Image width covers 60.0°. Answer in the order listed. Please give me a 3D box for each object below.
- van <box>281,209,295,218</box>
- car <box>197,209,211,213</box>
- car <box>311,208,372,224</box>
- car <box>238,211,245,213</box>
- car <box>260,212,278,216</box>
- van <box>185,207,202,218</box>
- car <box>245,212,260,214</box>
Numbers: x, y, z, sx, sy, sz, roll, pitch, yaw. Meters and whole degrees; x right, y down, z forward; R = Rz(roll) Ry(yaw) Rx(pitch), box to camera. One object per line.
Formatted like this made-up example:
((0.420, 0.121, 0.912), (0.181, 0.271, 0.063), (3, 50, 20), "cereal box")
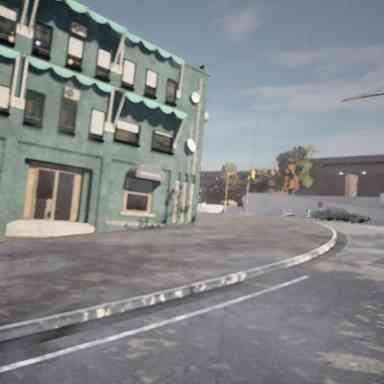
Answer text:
((15.651, 3.836, 54.185), (1.878, 1.987, 4.442), (2, -6, 23), "van")
((2.527, 4.295, 66.381), (2.185, 1.767, 4.553), (2, -6, 23), "car")
((14.482, 2.278, 32.489), (5.357, 1.411, 2.033), (2, -4, 43), "car")
((9.023, 4.220, 60.135), (1.946, 1.575, 5.366), (2, -6, 23), "car")
((13.474, 4.170, 56.278), (2.002, 1.452, 4.674), (1, -6, 23), "car")
((0.284, 4.234, 68.267), (1.878, 1.987, 4.442), (2, -6, 23), "van")
((11.287, 4.228, 58.292), (2.002, 1.452, 4.674), (2, -6, 23), "car")
